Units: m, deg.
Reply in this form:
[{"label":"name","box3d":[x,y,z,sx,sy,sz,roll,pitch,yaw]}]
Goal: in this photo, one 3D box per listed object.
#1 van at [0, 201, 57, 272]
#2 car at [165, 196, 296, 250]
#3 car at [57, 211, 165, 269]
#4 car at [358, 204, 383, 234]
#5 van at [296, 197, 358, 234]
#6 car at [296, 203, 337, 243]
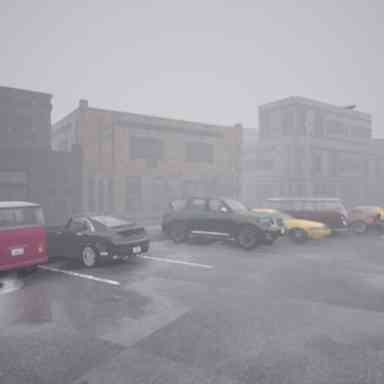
[{"label":"van","box3d":[-6.071,1.249,9.401,4.442,1.987,1.878,-1,0,35]},{"label":"car","box3d":[1.228,1.202,14.402,5.566,2.045,2.435,-1,-1,35]},{"label":"car","box3d":[-3.582,1.447,11.018,4.892,1.521,2.231,-1,0,35]},{"label":"car","box3d":[8.381,1.569,19.494,4.792,1.488,2.163,-1,-1,35]},{"label":"van","box3d":[6.105,1.283,17.733,4.442,1.987,1.878,-1,-1,35]},{"label":"car","box3d":[3.757,1.476,15.999,5.366,1.575,1.946,-1,-1,35]}]
